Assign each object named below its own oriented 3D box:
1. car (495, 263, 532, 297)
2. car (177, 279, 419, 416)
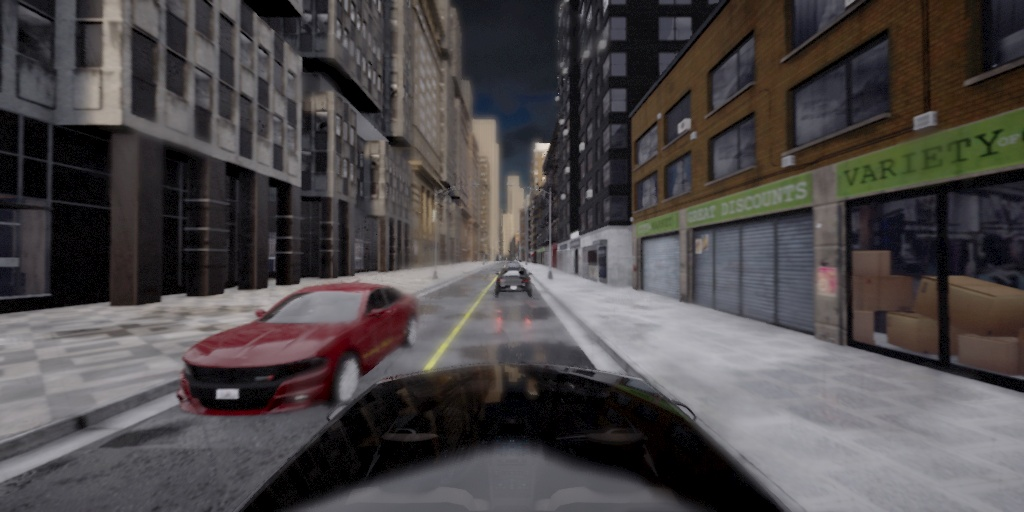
[{"bbox_3d":[0.086,1.291,18.968,1.812,1.442,4.674,0,0,0],"label":"car"},{"bbox_3d":[-3.094,1.233,6.403,1.882,1.535,5.008,0,0,0],"label":"car"}]
